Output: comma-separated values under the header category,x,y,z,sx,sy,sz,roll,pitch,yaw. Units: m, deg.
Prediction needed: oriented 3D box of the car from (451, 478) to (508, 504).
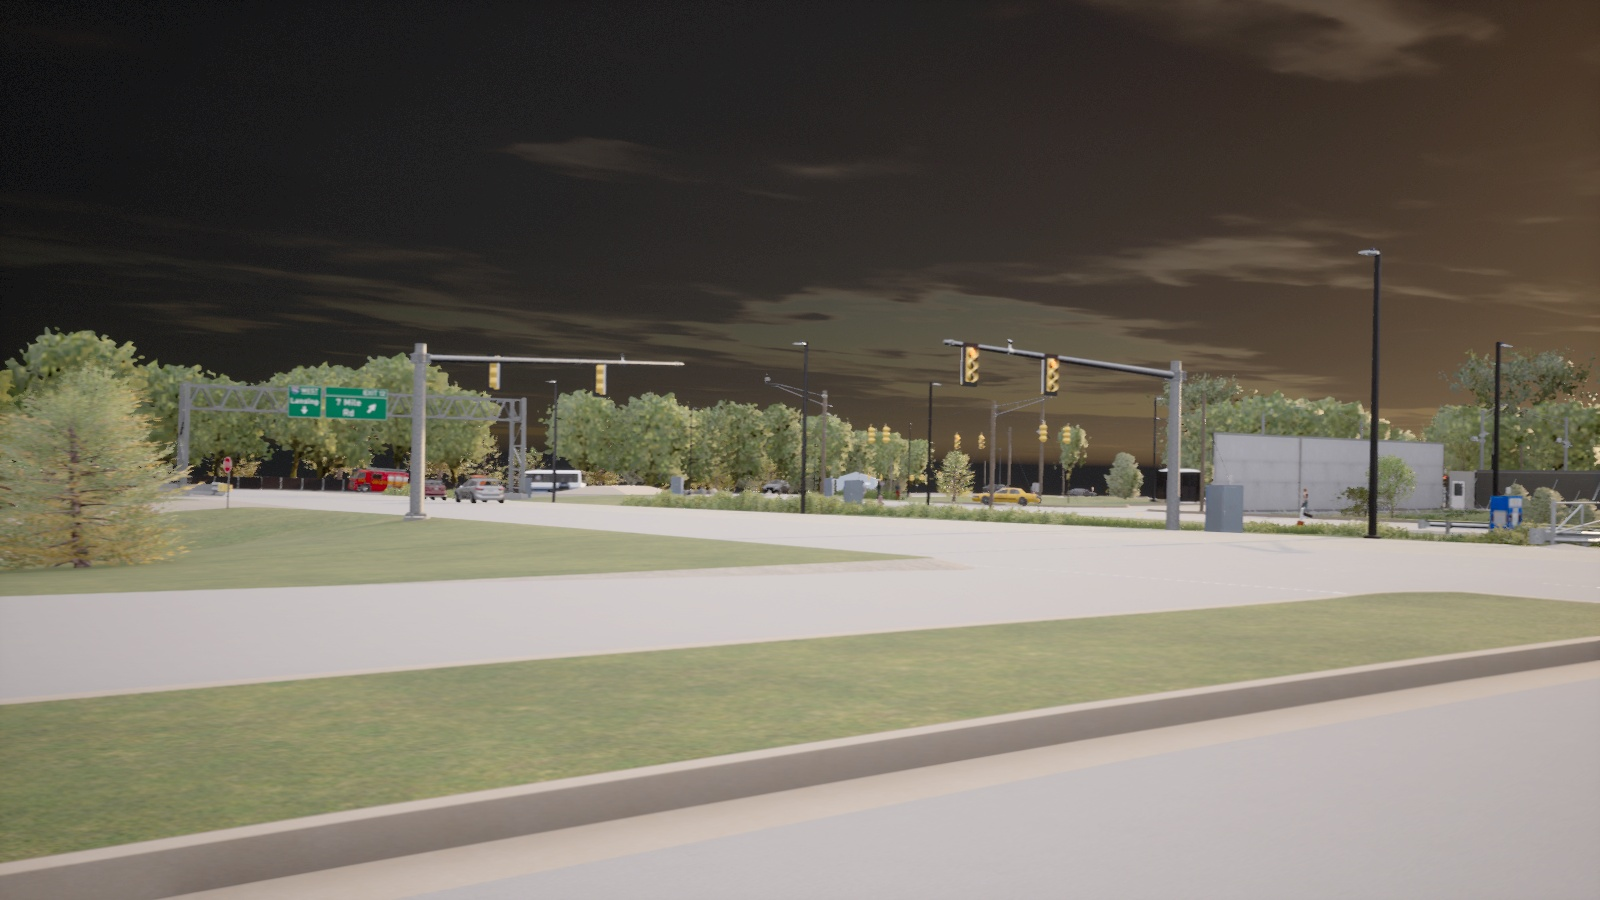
category,x,y,z,sx,sy,sz,roll,pitch,yaw
car,-21.488,2.735,84.014,2.242,1.667,4.611,1,-2,-34

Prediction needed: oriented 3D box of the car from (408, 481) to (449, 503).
category,x,y,z,sx,sy,sz,roll,pitch,yaw
car,-27.420,3.068,92.648,1.789,1.549,3.705,1,-2,-34
